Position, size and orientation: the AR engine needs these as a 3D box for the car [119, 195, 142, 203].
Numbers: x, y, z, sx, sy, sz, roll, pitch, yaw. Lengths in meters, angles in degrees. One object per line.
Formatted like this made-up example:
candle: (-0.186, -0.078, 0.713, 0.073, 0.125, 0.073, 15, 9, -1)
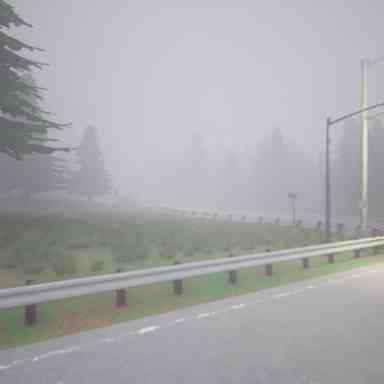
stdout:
car: (-10.102, 1.454, 54.187, 2.150, 2.045, 5.566, 1, -1, -34)
